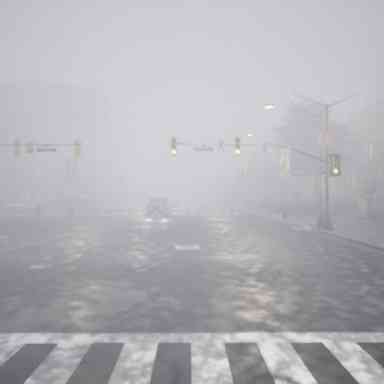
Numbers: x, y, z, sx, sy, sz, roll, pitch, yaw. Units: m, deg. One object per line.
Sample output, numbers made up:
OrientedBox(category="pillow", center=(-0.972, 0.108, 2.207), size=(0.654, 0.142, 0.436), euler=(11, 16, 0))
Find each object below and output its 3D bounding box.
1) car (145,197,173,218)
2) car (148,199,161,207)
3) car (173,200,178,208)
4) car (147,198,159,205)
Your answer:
OrientedBox(category="car", center=(-3.555, 1.555, 34.996), size=(2.150, 2.045, 5.566), euler=(0, 0, 0))
OrientedBox(category="car", center=(-7.166, 2.151, 64.252), size=(1.994, 1.385, 4.181), euler=(0, -1, 1))
OrientedBox(category="car", center=(-3.467, 2.074, 59.481), size=(2.033, 1.411, 5.357), euler=(0, -1, 0))
OrientedBox(category="car", center=(-8.928, 2.212, 75.299), size=(1.812, 1.442, 4.674), euler=(0, -1, -18))
